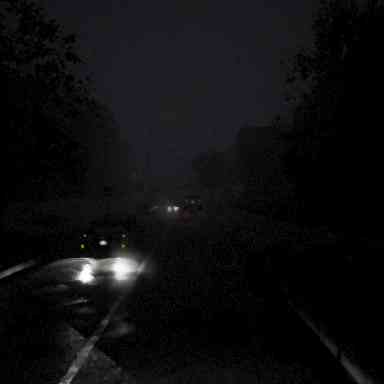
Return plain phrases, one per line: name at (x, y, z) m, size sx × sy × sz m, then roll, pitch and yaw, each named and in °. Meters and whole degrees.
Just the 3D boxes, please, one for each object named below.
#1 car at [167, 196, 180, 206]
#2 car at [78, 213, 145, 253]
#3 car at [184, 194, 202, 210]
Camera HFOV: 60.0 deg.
car at (-3.109, 1.504, 55.785) m, size 2.128 × 1.511 × 4.902 m, roll 0°, pitch 0°, yaw 0°
car at (-3.096, 1.571, 13.537) m, size 1.994 × 1.385 × 4.181 m, roll 0°, pitch 0°, yaw 0°
car at (0.118, 1.243, 42.830) m, size 2.150 × 2.045 × 5.566 m, roll 0°, pitch 0°, yaw 0°
